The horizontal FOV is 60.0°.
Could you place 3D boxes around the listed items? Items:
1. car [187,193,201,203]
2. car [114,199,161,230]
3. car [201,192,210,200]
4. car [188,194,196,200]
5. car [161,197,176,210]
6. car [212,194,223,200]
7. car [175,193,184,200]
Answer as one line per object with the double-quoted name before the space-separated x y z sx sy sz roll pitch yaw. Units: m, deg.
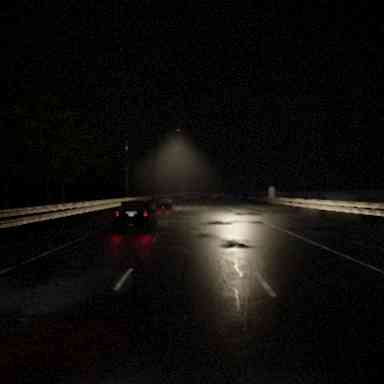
"car" 0.105 1.164 67.222 2.150 2.045 5.566 0 0 0
"car" -3.399 1.304 20.732 2.097 1.767 4.553 0 0 0
"car" 3.510 1.291 87.999 2.097 1.767 4.553 0 0 0
"car" 0.009 1.299 89.038 2.097 1.767 4.553 0 0 0
"car" -3.397 1.547 41.736 1.895 1.301 4.718 0 0 0
"car" 7.010 1.531 88.059 1.895 1.301 4.718 0 0 0
"car" -3.491 1.412 87.613 1.882 1.535 5.008 0 0 0
